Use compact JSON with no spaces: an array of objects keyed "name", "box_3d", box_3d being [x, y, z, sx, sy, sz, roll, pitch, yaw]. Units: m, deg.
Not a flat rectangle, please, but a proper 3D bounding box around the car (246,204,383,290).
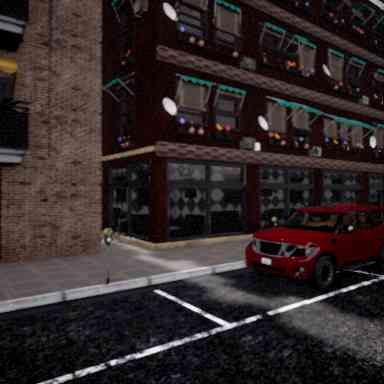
[{"name":"car","box_3d":[3.794,1.302,9.265,5.009,1.841,2.192,0,0,-36]}]
